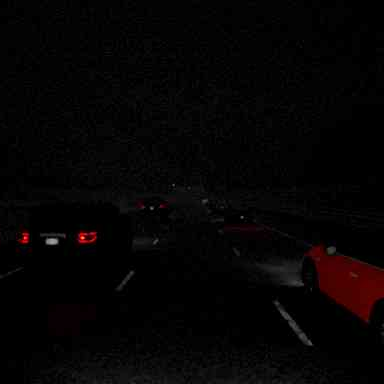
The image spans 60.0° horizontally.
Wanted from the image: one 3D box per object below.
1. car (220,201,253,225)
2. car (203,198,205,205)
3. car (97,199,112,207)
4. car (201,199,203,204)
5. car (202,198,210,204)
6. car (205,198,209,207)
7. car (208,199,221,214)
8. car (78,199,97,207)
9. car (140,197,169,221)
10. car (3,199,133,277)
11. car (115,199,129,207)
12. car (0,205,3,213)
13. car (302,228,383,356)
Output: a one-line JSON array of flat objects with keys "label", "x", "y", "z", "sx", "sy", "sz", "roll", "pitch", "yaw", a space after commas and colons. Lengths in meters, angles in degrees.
[{"label": "car", "x": 3.623, "y": 1.721, "z": 26.551, "sx": 1.882, "sy": 1.535, "sz": 5.008, "roll": 0, "pitch": -1, "yaw": 0}, {"label": "car", "x": 3.555, "y": 2.101, "z": 62.814, "sx": 1.837, "sy": 1.490, "sz": 4.892, "roll": 0, "pitch": -1, "yaw": 0}, {"label": "car", "x": -17.442, "y": 2.158, "z": 66.764, "sx": 1.812, "sy": 1.442, "sz": 4.674, "roll": 0, "pitch": -1, "yaw": 0}, {"label": "car", "x": 3.565, "y": 2.310, "z": 73.844, "sx": 1.895, "sy": 1.301, "sz": 4.718, "roll": 0, "pitch": -1, "yaw": 0}, {"label": "car", "x": 3.574, "y": 2.353, "z": 84.817, "sx": 1.812, "sy": 1.442, "sz": 4.674, "roll": 0, "pitch": -1, "yaw": 0}, {"label": "car", "x": 3.545, "y": 2.034, "z": 51.812, "sx": 2.033, "sy": 1.411, "sz": 5.357, "roll": 0, "pitch": -1, "yaw": 0}, {"label": "car", "x": 3.535, "y": 1.884, "z": 40.841, "sx": 2.163, "sy": 1.488, "sz": 4.792, "roll": 0, "pitch": -1, "yaw": 0}, {"label": "car", "x": -20.942, "y": 2.159, "z": 66.767, "sx": 2.128, "sy": 1.511, "sz": 4.902, "roll": 0, "pitch": -1, "yaw": 0}, {"label": "car", "x": -3.373, "y": 1.504, "z": 30.661, "sx": 2.150, "sy": 2.045, "sz": 5.566, "roll": 0, "pitch": -1, "yaw": 0}, {"label": "car", "x": -3.391, "y": 1.319, "z": 10.746, "sx": 2.150, "sy": 2.045, "sz": 5.566, "roll": 0, "pitch": -1, "yaw": 0}, {"label": "car", "x": -13.942, "y": 2.159, "z": 66.802, "sx": 1.812, "sy": 1.442, "sz": 4.674, "roll": 0, "pitch": 0, "yaw": 0}, {"label": "car", "x": -14.077, "y": 1.706, "z": 24.868, "sx": 1.882, "sy": 1.535, "sz": 5.008, "roll": 0, "pitch": -1, "yaw": 0}, {"label": "car", "x": 3.605, "y": 1.406, "z": 5.921, "sx": 2.097, "sy": 1.767, "sz": 4.553, "roll": 0, "pitch": -1, "yaw": 0}]
